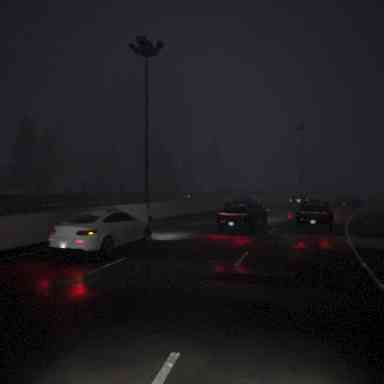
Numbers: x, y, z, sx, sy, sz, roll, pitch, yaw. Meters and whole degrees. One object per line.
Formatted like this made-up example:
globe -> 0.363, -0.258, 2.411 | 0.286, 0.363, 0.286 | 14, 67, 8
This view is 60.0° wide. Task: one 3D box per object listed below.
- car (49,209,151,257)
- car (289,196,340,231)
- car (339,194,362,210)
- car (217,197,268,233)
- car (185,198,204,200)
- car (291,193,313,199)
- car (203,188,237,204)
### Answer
car -> -3.141, 1.343, 12.200 | 1.812, 1.442, 4.674 | 0, 1, 18
car -> 7.005, 1.217, 18.710 | 2.128, 1.511, 4.902 | 0, 1, 24
car -> 16.006, 0.983, 33.944 | 1.882, 1.535, 5.008 | 0, 1, 36
car -> 2.809, 1.228, 17.878 | 2.128, 1.511, 4.902 | 0, 1, 23
car -> -0.110, 0.647, 47.726 | 2.097, 1.767, 4.553 | 1, 1, 37
car -> 11.312, 0.866, 33.308 | 2.097, 1.767, 4.553 | 1, 1, 34
car -> 4.127, 0.511, 47.567 | 2.150, 2.045, 5.566 | 1, 1, 38
